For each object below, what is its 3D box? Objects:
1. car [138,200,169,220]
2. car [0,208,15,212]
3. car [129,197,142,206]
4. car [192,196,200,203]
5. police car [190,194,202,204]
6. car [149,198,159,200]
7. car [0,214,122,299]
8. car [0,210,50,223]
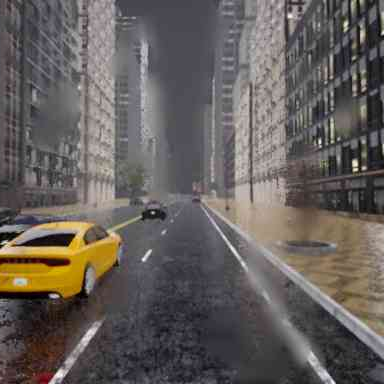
[{"bbox_3d":[-3.137,1.651,28.734,1.994,1.385,4.181,0,0,0],"label":"car"},{"bbox_3d":[-9.842,1.554,16.190,1.837,1.490,4.892,0,0,0],"label":"car"},{"bbox_3d":[-9.765,1.679,58.286,1.837,1.490,4.892,0,0,1],"label":"car"},{"bbox_3d":[1.009,1.698,79.950,1.801,1.575,5.366,0,0,0],"label":"car"},{"bbox_3d":[1.005,1.636,69.868,1.930,1.638,5.238,0,0,0],"label":"police car"},{"bbox_3d":[-6.514,1.718,56.580,2.033,1.411,5.357,0,0,1],"label":"car"},{"bbox_3d":[-3.136,1.504,8.571,1.882,1.535,5.008,0,0,0],"label":"car"},{"bbox_3d":[-6.592,1.606,13.804,1.994,1.385,4.181,0,0,0],"label":"car"}]
